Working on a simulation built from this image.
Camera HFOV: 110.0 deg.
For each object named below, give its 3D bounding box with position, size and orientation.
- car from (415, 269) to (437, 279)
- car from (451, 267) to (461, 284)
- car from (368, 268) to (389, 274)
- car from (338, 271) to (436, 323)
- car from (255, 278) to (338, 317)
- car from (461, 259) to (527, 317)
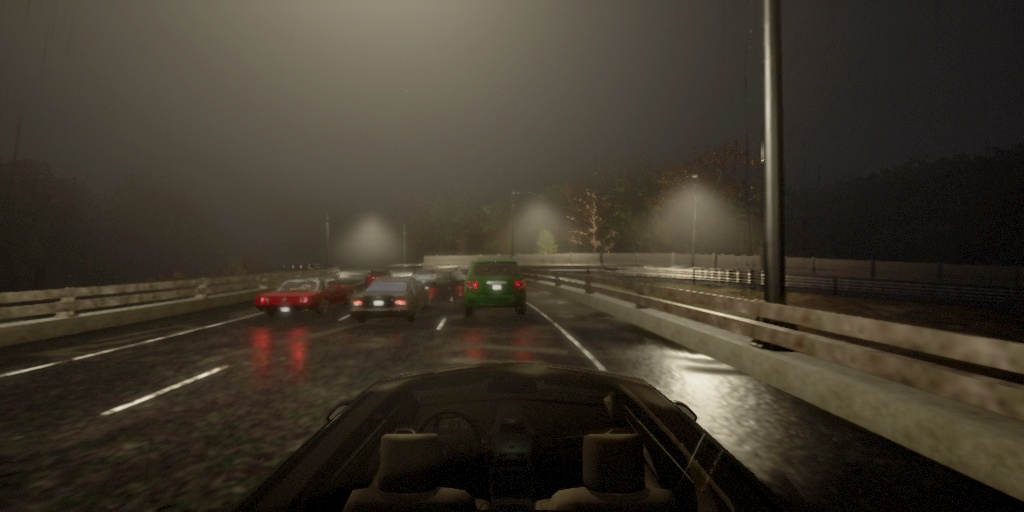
[{"bbox_3d":[-7.355,1.719,29.911,1.895,1.301,4.718,0,-1,-15],"label":"car"},{"bbox_3d":[-4.303,1.657,31.984,1.812,1.442,4.674,0,-1,-15],"label":"car"},{"bbox_3d":[-10.948,1.696,29.786,1.994,1.385,4.181,0,-1,-15],"label":"car"},{"bbox_3d":[-4.153,1.449,12.943,2.033,1.411,5.357,0,-1,-6],"label":"car"},{"bbox_3d":[-7.822,1.531,14.186,1.895,1.301,4.718,0,-1,-7],"label":"car"},{"bbox_3d":[-0.788,1.128,14.284,2.150,2.045,5.566,0,0,-7],"label":"car"}]
